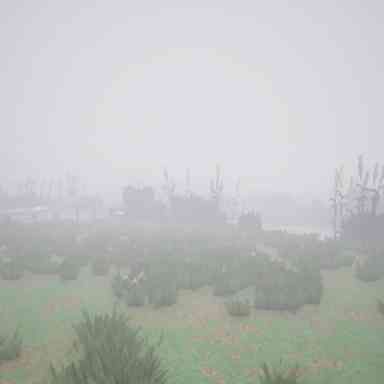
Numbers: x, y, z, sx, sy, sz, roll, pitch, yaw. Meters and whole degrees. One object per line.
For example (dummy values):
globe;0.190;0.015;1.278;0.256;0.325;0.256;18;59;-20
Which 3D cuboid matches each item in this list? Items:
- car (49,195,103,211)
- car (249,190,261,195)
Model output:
car;-10.458;1.107;30.343;1.837;1.490;4.892;0;3;41
car;10.224;0.765;47.494;2.150;2.045;5.566;0;-2;44
